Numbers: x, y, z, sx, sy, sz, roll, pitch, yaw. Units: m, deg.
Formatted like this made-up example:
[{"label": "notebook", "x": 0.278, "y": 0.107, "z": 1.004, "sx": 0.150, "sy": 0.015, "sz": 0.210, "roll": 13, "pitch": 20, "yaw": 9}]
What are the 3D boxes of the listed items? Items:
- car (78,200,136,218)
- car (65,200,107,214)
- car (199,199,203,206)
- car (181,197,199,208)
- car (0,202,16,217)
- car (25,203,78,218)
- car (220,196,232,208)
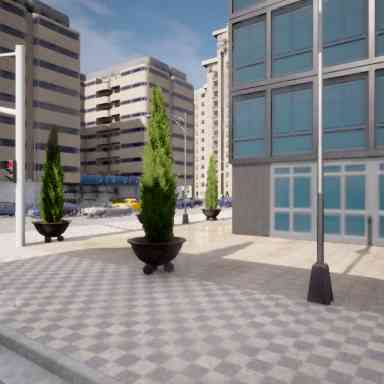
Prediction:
[{"label": "car", "x": -7.647, "y": 1.656, "z": 30.686, "sx": 1.895, "sy": 1.301, "sz": 4.718, "roll": 0, "pitch": 0, "yaw": 35}, {"label": "car", "x": -11.806, "y": 1.619, "z": 37.283, "sx": 1.994, "sy": 1.385, "sz": 4.181, "roll": 0, "pitch": 0, "yaw": 35}, {"label": "car", "x": -0.023, "y": 1.581, "z": 53.833, "sx": 1.812, "sy": 1.442, "sz": 4.674, "roll": 0, "pitch": 0, "yaw": 36}, {"label": "car", "x": -1.383, "y": 1.581, "z": 45.911, "sx": 1.812, "sy": 1.442, "sz": 4.674, "roll": 0, "pitch": 0, "yaw": 35}, {"label": "car", "x": -17.144, "y": 1.603, "z": 29.756, "sx": 2.033, "sy": 1.411, "sz": 5.357, "roll": 0, "pitch": 0, "yaw": 35}, {"label": "car", "x": -12.488, "y": 1.581, "z": 30.236, "sx": 1.812, "sy": 1.442, "sz": 4.674, "roll": 0, "pitch": 0, "yaw": 35}, {"label": "car", "x": 6.083, "y": 1.407, "z": 50.084, "sx": 2.097, "sy": 1.767, "sz": 4.553, "roll": 0, "pitch": 0, "yaw": 35}]
